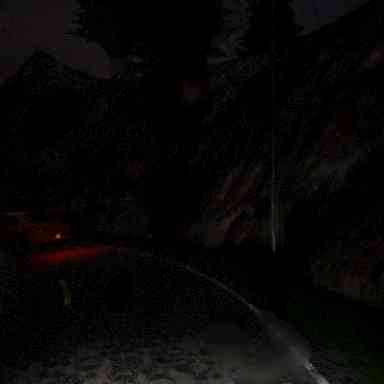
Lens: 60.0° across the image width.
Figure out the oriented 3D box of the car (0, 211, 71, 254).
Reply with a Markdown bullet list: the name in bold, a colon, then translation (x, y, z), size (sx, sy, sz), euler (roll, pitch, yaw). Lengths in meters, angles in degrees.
- **car**: translation (-7.362, 1.550, 13.886), size (5.008, 1.535, 1.882), euler (0, 0, 26)
